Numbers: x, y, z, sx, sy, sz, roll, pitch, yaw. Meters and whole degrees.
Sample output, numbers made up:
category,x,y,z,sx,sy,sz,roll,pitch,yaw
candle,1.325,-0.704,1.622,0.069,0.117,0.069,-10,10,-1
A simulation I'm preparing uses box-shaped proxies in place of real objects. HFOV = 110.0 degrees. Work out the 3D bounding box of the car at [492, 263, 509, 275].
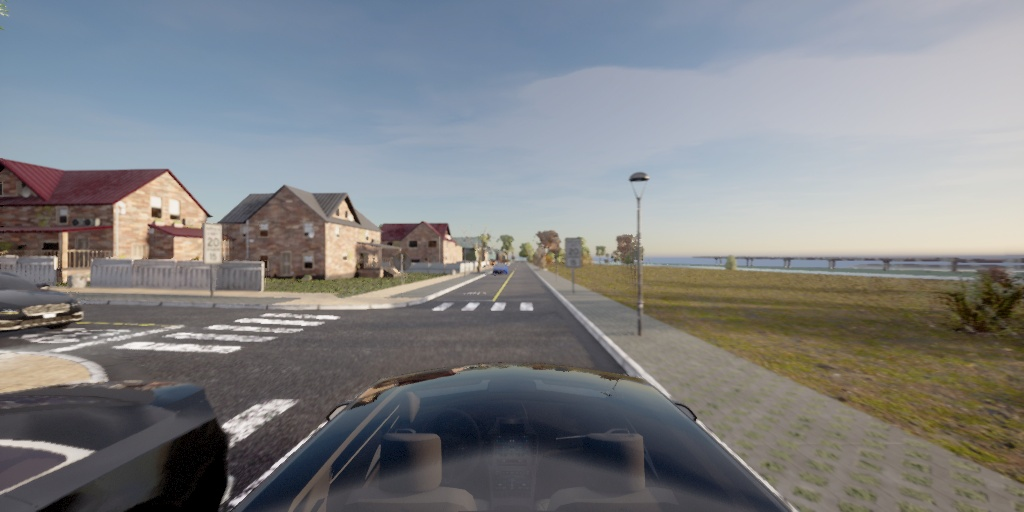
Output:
category,x,y,z,sx,sy,sz,roll,pitch,yaw
car,-1.463,1.706,46.693,1.882,1.535,5.008,0,0,2

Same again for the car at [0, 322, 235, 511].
category,x,y,z,sx,sy,sz,roll,pitch,yaw
car,-2.741,1.247,0.221,2.128,1.511,4.902,0,-1,2

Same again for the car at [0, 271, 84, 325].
category,x,y,z,sx,sy,sz,roll,pitch,yaw
car,-12.933,1.049,8.353,4.892,1.490,1.837,1,0,4
